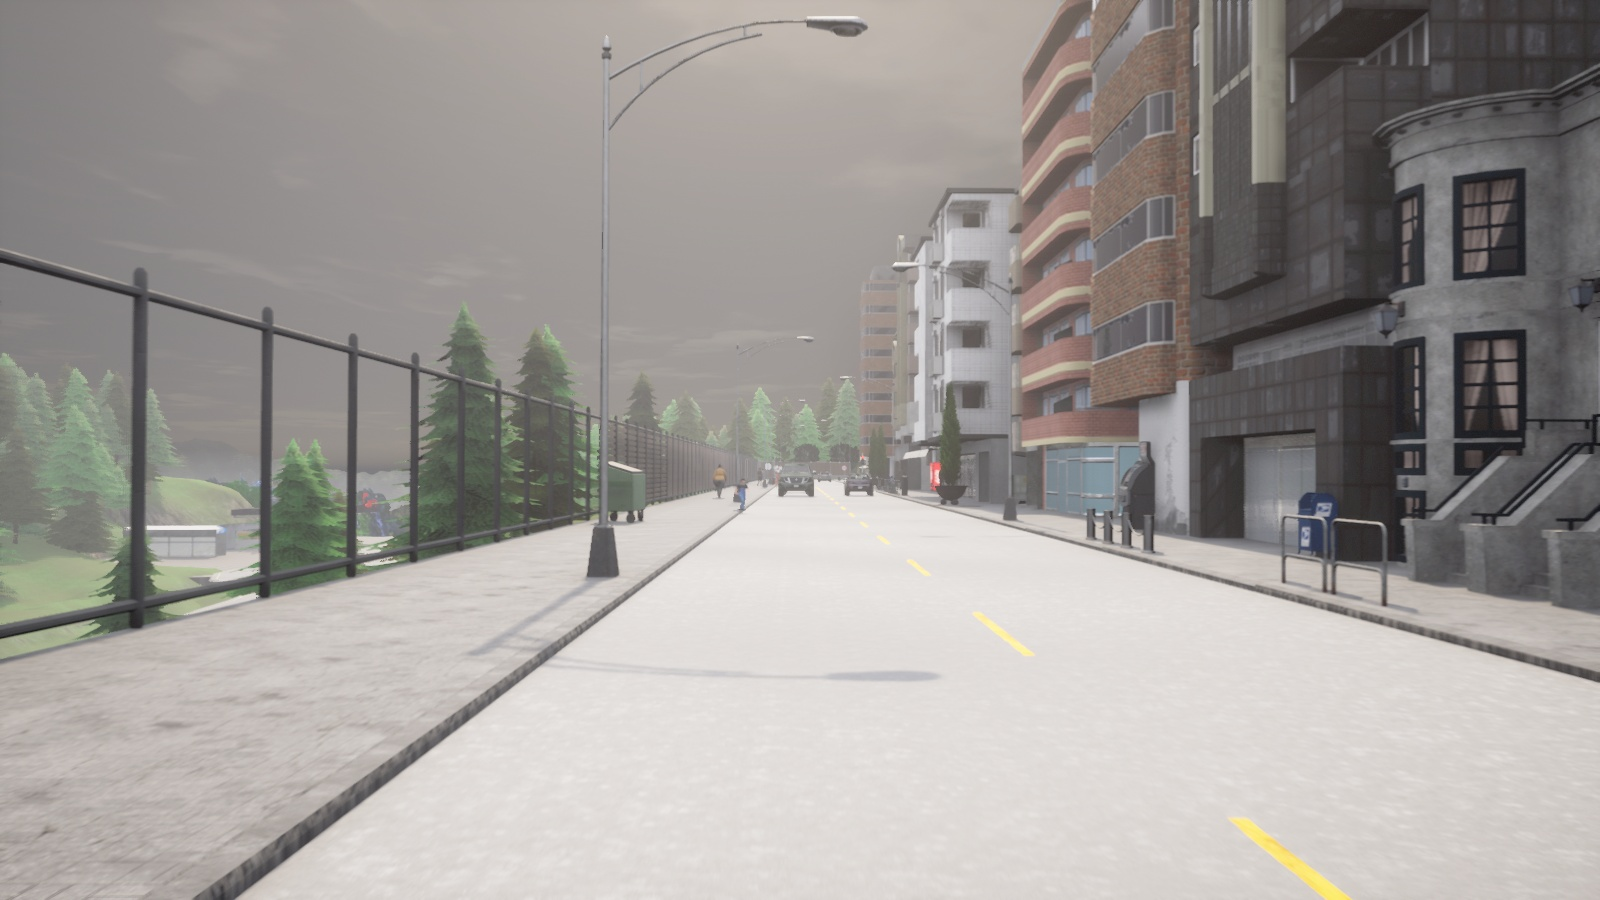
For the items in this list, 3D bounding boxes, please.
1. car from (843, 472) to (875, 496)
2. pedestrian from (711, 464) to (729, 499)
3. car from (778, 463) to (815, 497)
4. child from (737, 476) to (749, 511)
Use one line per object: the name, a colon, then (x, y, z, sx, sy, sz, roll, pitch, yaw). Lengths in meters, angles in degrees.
car: (3.773, 2.172, 81.140, 1.816, 1.474, 4.193, 0, -1, 0)
pedestrian: (-4.220, 1.650, 66.209, 0.874, 1.855, 0.900, 0, -1, 0)
car: (-0.215, 1.825, 77.107, 2.150, 2.045, 5.566, 0, -1, 0)
child: (-2.083, 1.583, 46.002, 0.270, 1.263, 0.437, 0, -1, -31)
